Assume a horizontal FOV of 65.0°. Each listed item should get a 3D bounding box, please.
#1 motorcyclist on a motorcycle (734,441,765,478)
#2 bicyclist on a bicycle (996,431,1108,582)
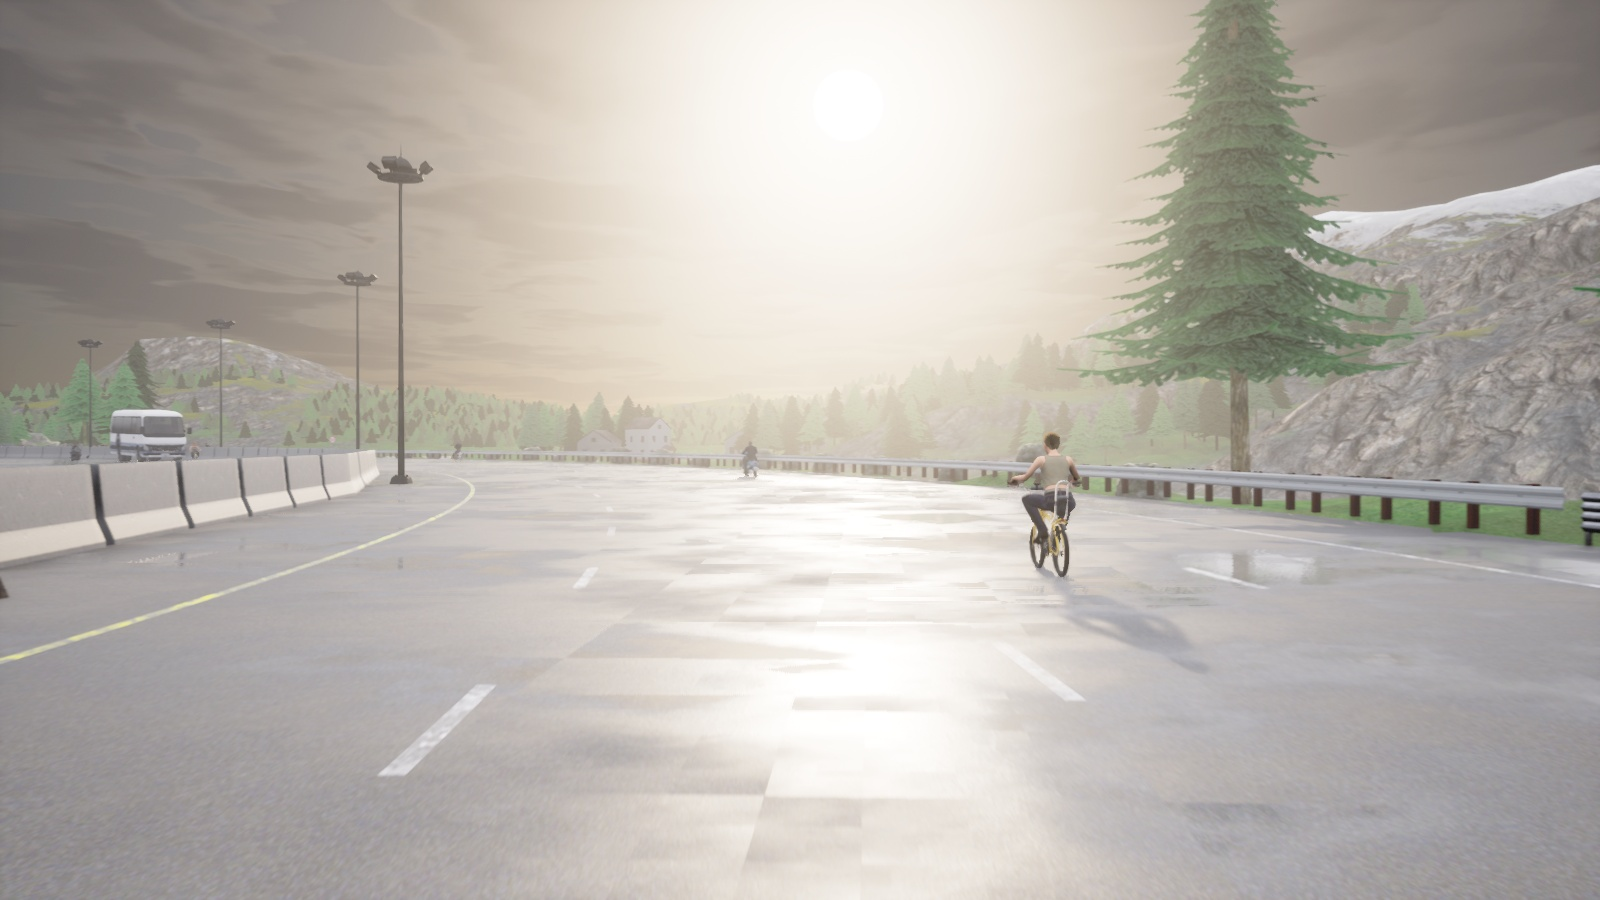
[{"bbox_3d":[-2.222,0.387,55.295,0.866,1.590,1.817,-1,1,-19],"label":"motorcyclist on a motorcycle"},{"bbox_3d":[2.827,0.604,14.254,0.866,1.612,1.509,0,0,-5],"label":"bicyclist on a bicycle"}]
